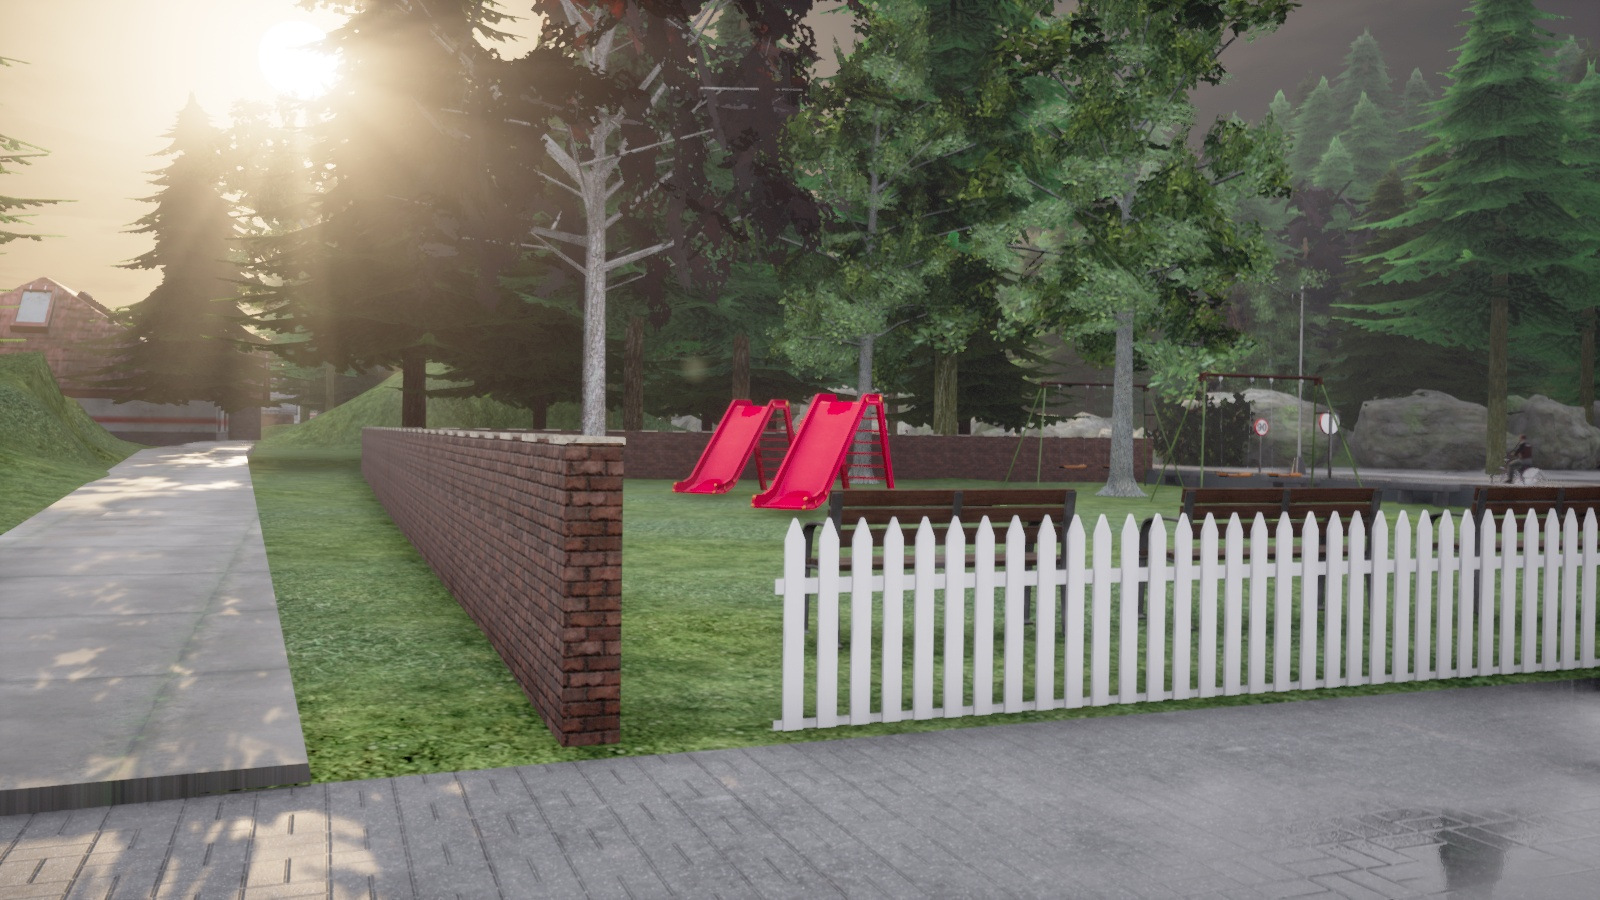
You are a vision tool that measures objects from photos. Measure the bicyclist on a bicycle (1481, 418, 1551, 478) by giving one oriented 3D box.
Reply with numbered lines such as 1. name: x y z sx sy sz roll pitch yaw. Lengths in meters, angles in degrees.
1. bicyclist on a bicycle: 21.701 -0.080 38.092 0.659 1.776 1.843 -1 1 -21
